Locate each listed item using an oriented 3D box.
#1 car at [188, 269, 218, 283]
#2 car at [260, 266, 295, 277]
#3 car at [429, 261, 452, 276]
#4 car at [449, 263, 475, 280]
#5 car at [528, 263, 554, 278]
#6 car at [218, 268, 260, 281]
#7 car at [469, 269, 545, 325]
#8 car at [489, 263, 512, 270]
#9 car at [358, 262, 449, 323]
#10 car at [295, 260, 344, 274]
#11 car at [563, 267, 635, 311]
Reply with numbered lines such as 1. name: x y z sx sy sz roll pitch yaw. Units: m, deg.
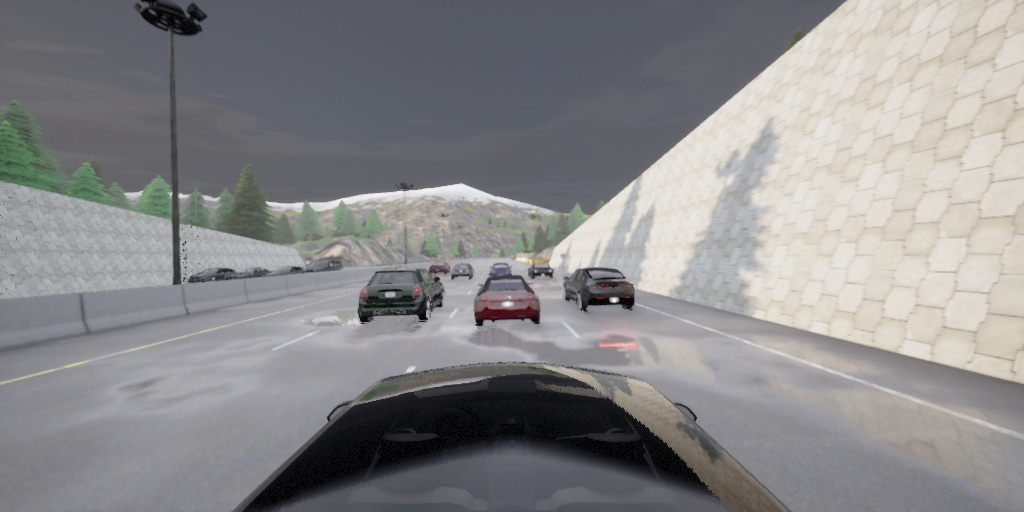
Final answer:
1. car: -29.244 1.964 35.384 1.837 1.490 4.892 -1 0 -2
2. car: -22.250 1.784 35.595 1.837 1.490 4.892 -1 0 -2
3. car: -8.418 1.415 42.494 1.882 1.535 5.008 -1 0 -2
4. car: -4.560 1.398 33.641 2.033 1.411 5.357 -1 0 -2
5. car: 2.499 1.289 32.230 1.895 1.301 4.718 -1 0 -2
6. car: -25.748 1.885 35.519 2.033 1.411 5.357 -1 0 -2
7. car: -0.201 1.317 12.018 1.994 1.385 4.181 -1 0 -2
8. car: -0.942 1.293 30.650 1.812 1.442 4.674 -1 0 -2
9. car: -3.742 1.186 12.892 2.097 1.767 4.553 -1 0 -2
10. car: -18.760 1.437 35.767 2.150 2.045 5.566 -1 0 -2
11. car: 3.219 1.179 14.044 1.837 1.490 4.892 -1 0 -2
